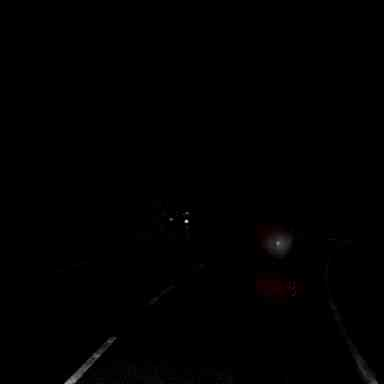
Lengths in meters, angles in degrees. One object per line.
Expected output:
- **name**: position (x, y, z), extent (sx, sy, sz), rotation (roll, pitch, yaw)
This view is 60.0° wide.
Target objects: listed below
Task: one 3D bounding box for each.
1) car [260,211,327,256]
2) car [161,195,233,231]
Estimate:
- **car**: position (4.172, 1.528, 13.424), extent (1.837, 1.490, 4.892), rotation (0, 0, 29)
- **car**: position (0.500, 1.202, 20.854), extent (2.150, 2.045, 5.566), rotation (0, 0, 37)
